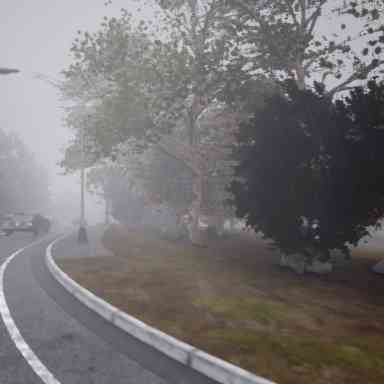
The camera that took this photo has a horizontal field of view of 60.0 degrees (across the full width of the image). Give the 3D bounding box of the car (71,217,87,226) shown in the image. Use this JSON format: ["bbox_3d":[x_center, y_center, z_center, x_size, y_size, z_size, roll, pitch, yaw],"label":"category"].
[{"bbox_3d":[-17.092,4.522,50.580,1.895,1.301,4.718,0,-5,-12],"label":"car"}]

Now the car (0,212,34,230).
[{"bbox_3d":[-16.490,2.672,31.166,1.882,1.535,5.008,0,-5,-12],"label":"car"}]

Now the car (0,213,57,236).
[{"bbox_3d":[-10.624,2.061,21.711,2.033,1.411,5.357,0,-3,-12],"label":"car"}]
